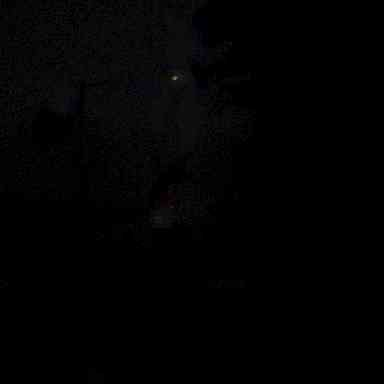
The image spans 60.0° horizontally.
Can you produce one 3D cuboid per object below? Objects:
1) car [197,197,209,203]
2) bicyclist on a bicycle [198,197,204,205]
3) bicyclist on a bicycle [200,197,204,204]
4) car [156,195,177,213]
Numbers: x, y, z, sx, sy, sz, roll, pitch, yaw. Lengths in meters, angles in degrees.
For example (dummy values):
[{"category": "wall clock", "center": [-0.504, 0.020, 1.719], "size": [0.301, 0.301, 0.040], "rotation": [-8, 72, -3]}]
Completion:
[{"category": "car", "center": [2.483, 1.988, 85.634], "size": [1.837, 1.490, 4.892], "rotation": [1, -1, 9]}, {"category": "bicyclist on a bicycle", "center": [1.475, 1.873, 66.802], "size": [0.582, 1.620, 1.656], "rotation": [1, -1, 4]}, {"category": "bicyclist on a bicycle", "center": [2.314, 1.922, 76.882], "size": [0.866, 1.612, 1.509], "rotation": [1, 0, 6]}, {"category": "car", "center": [-3.007, 1.414, 39.753], "size": [2.150, 2.045, 5.566], "rotation": [1, 0, 0]}]
